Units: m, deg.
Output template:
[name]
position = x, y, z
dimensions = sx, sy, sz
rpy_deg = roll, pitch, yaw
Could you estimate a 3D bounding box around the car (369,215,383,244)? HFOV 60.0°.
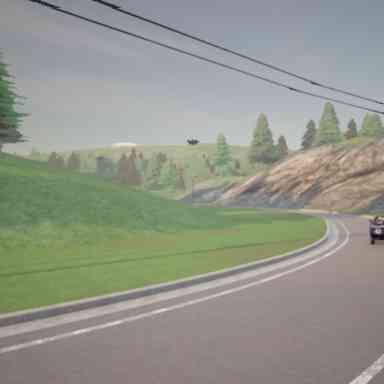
[car]
position = 9.717, 1.774, 16.255
dimensions = 1.895, 1.301, 4.718
rpy_deg = 0, 0, 28
